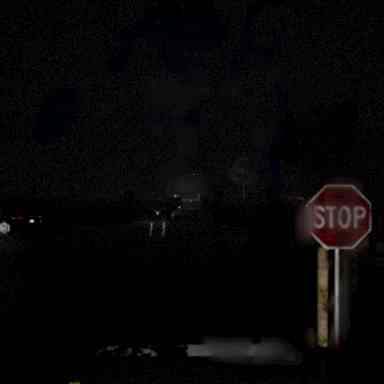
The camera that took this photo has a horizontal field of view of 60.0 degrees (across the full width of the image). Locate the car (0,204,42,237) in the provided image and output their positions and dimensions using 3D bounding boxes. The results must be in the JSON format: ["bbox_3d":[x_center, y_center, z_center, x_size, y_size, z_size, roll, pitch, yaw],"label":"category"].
[{"bbox_3d":[-9.362,1.247,15.922,4.181,1.385,1.994,2,0,16],"label":"car"}]

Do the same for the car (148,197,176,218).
[{"bbox_3d":[-2.858,1.493,30.109,2.128,1.511,4.902,0,0,0],"label":"car"}]

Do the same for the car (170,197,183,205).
[{"bbox_3d":[-2.789,1.571,60.897,2.033,1.411,5.357,0,0,0],"label":"car"}]

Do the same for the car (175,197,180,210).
[{"bbox_3d":[-2.856,1.567,40.104,1.994,1.385,4.181,0,0,0],"label":"car"}]

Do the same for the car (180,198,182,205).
[{"bbox_3d":[-2.854,1.503,50.241,2.128,1.511,4.902,0,0,0],"label":"car"}]
